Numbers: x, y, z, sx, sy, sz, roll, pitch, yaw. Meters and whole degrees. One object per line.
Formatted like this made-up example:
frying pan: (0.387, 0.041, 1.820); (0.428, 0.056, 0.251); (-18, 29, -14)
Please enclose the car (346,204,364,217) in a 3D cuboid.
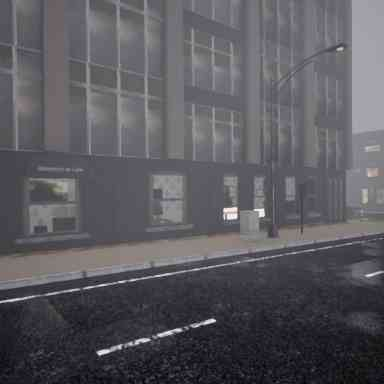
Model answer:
car: (15.214, 1.785, 34.605); (2.128, 1.511, 4.902); (-1, 0, -37)
